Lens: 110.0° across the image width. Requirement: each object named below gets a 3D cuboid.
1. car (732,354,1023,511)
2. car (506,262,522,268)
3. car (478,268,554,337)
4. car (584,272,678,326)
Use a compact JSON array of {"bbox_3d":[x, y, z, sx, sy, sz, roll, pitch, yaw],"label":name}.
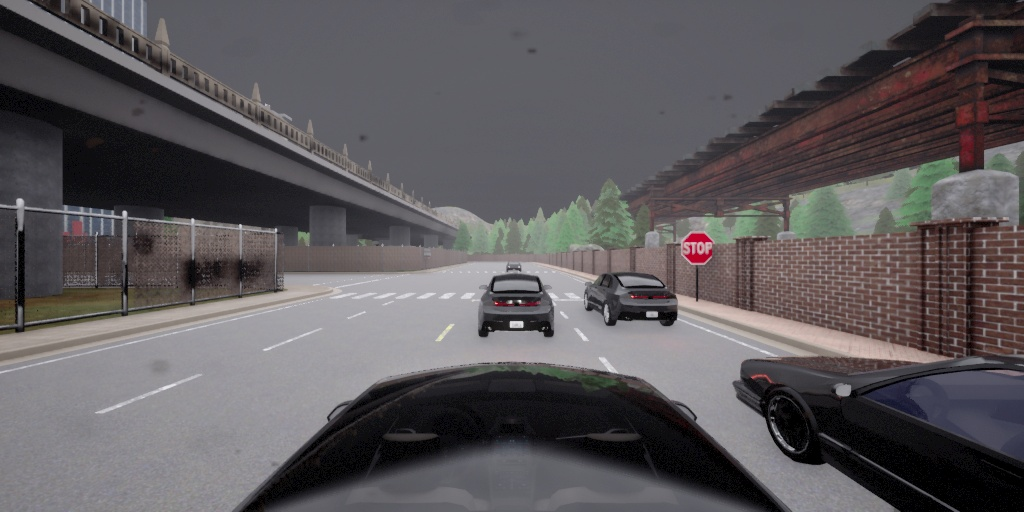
[{"bbox_3d":[3.600,1.297,1.883,2.033,1.411,5.357,0,0,0],"label":"car"},{"bbox_3d":[0.227,1.351,45.481,1.895,1.301,4.718,0,0,-1],"label":"car"},{"bbox_3d":[0.104,1.255,10.273,1.837,1.490,4.892,0,0,0],"label":"car"},{"bbox_3d":[3.607,1.255,11.629,1.837,1.490,4.892,0,0,0],"label":"car"}]
